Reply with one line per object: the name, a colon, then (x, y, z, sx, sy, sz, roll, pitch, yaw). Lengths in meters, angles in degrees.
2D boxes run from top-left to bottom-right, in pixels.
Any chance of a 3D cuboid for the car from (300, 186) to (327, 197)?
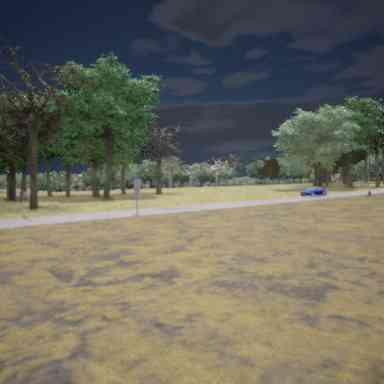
car: (18.406, -0.072, 50.405, 5.008, 1.535, 1.882, -3, 2, -37)
